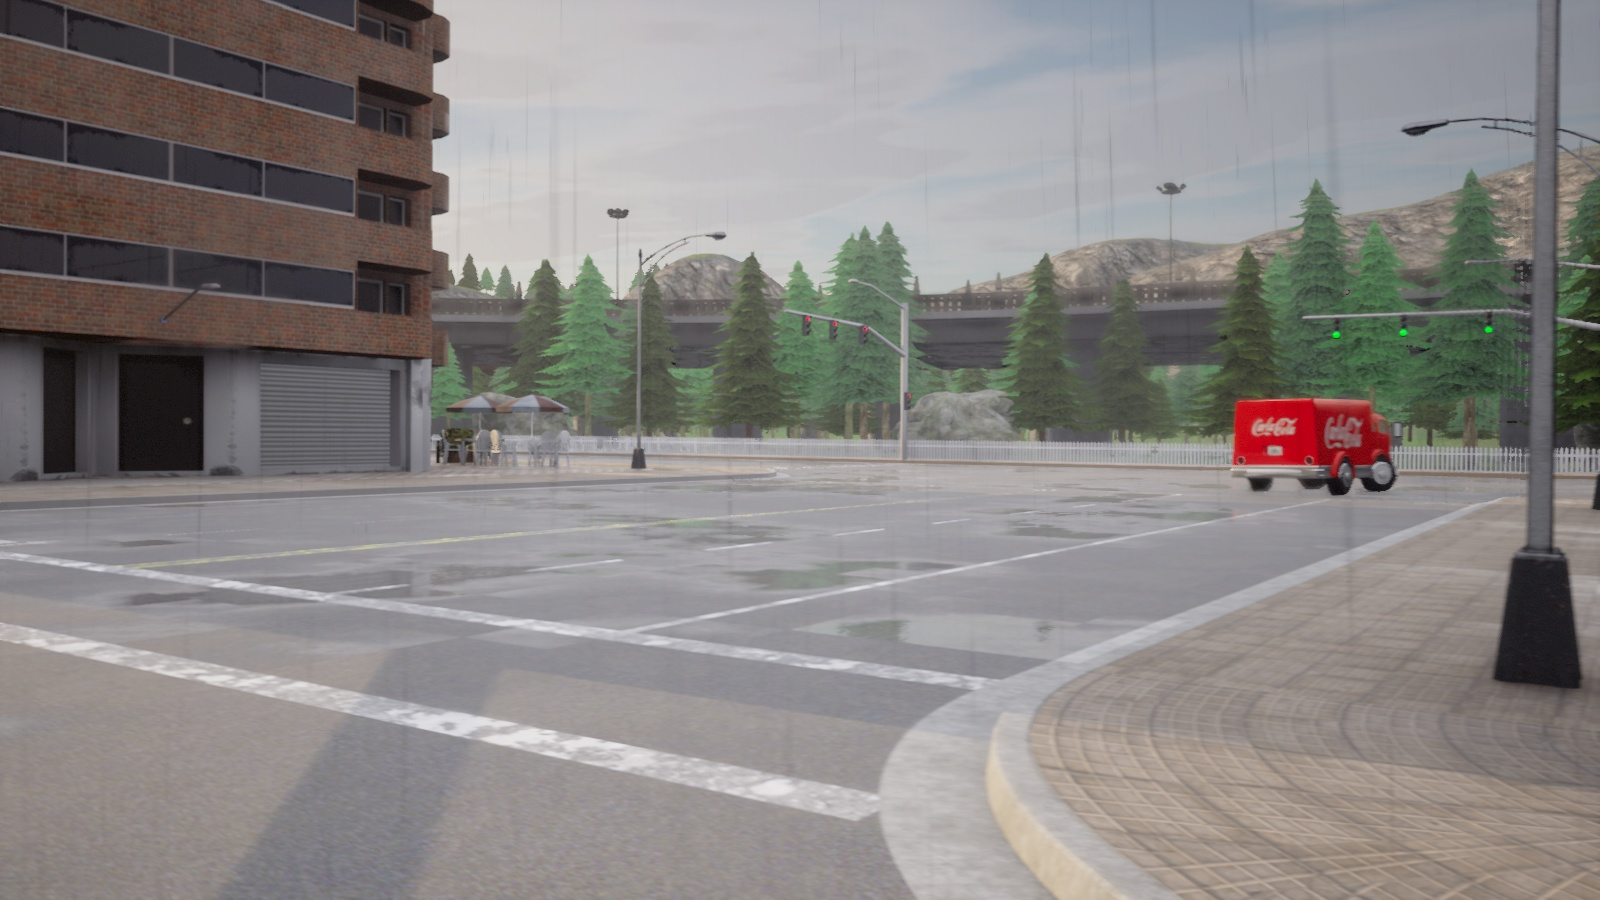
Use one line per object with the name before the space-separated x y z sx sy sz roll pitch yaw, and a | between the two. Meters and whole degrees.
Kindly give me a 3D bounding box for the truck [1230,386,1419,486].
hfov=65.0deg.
truck | 14.150 -0.357 33.753 5.204 2.467 2.627 -1 0 -41
